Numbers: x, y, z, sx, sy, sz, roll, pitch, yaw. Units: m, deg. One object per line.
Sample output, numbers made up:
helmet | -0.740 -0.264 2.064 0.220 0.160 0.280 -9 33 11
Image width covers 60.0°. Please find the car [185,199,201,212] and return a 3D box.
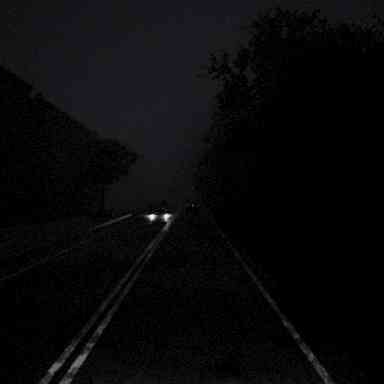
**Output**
car | 0.100 1.580 39.635 2.033 1.411 5.357 0 0 0

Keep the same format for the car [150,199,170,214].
car | -3.343 1.529 35.489 1.837 1.490 4.892 0 0 0
